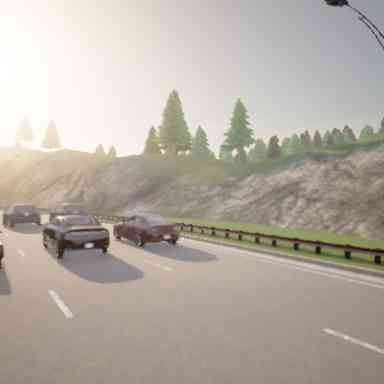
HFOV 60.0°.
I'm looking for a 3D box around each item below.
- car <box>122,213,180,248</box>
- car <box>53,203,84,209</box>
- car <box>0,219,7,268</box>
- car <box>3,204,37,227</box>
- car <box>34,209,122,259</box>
[{"bbox_3d":[-2.279,1.741,16.062,1.812,1.442,4.674,1,-1,-32],"label":"car"},{"bbox_3d":[-10.386,1.715,27.824,2.097,1.767,4.553,1,-1,-37],"label":"car"},{"bbox_3d":[-7.475,1.744,11.181,1.895,1.301,4.718,1,-1,-32],"label":"car"},{"bbox_3d":[-13.248,1.684,25.811,2.097,1.767,4.553,1,-1,-37],"label":"car"},{"bbox_3d":[-4.848,1.671,13.577,2.128,1.511,4.902,1,-1,-32],"label":"car"}]
